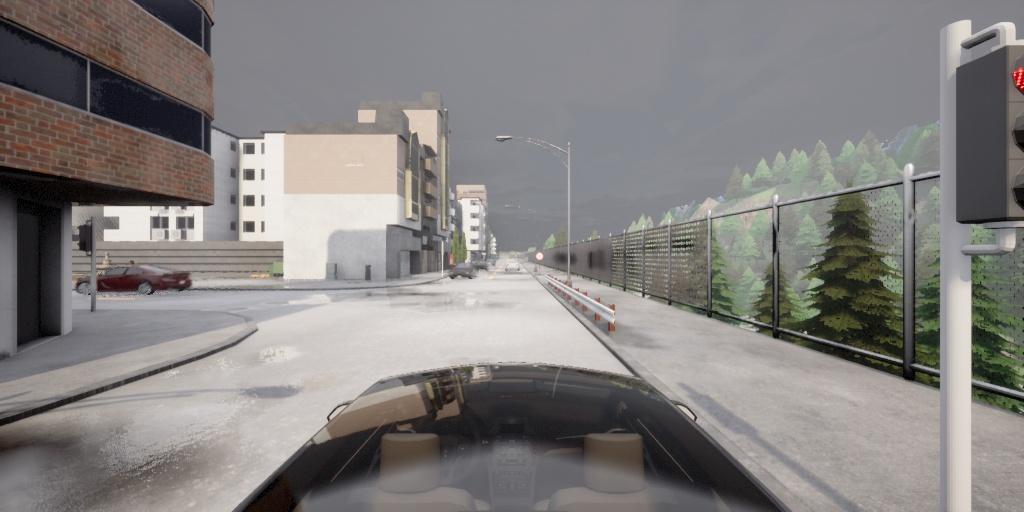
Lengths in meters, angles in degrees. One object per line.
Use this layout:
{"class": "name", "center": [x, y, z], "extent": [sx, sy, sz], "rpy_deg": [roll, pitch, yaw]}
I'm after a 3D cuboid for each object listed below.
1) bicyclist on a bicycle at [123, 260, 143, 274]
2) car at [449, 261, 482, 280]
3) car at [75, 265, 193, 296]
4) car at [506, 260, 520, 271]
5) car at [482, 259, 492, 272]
{"class": "bicyclist on a bicycle", "center": [-24.284, 1.099, 23.067], "extent": [0.582, 1.620, 1.656], "rpy_deg": [0, 0, 0]}
{"class": "car", "center": [-4.149, 1.297, 31.479], "extent": [2.033, 1.411, 5.357], "rpy_deg": [0, 0, 2]}
{"class": "car", "center": [-19.731, 1.227, 18.806], "extent": [5.008, 1.535, 1.882], "rpy_deg": [0, 0, 0]}
{"class": "car", "center": [0.085, 1.275, 49.825], "extent": [1.812, 1.442, 4.674], "rpy_deg": [0, 0, 0]}
{"class": "car", "center": [-4.099, 1.351, 46.977], "extent": [1.895, 1.301, 4.718], "rpy_deg": [0, 0, 0]}
